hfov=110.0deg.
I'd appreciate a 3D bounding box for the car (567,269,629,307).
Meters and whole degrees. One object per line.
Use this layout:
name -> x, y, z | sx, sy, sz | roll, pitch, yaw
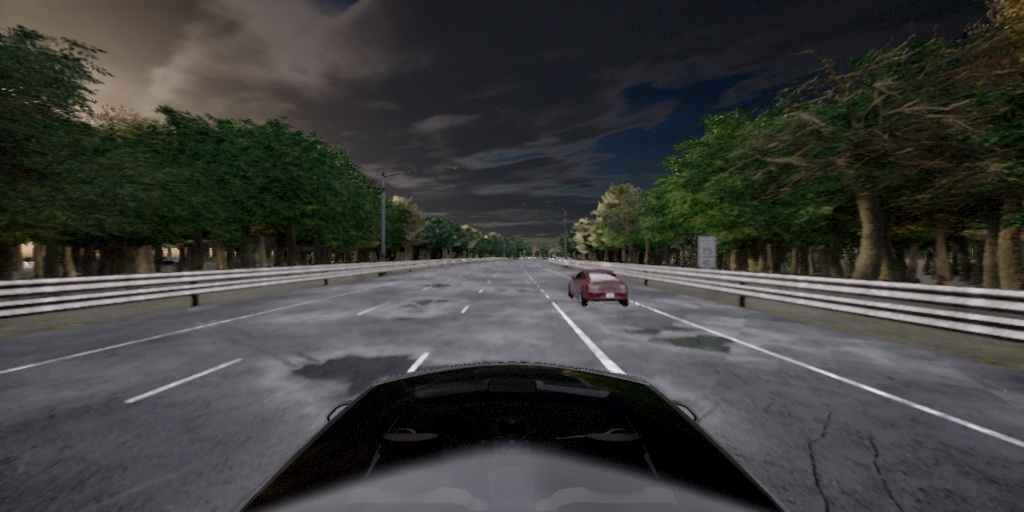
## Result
car -> 3.575, 1.282, 15.420 | 1.812, 1.442, 4.674 | 0, 0, -1
